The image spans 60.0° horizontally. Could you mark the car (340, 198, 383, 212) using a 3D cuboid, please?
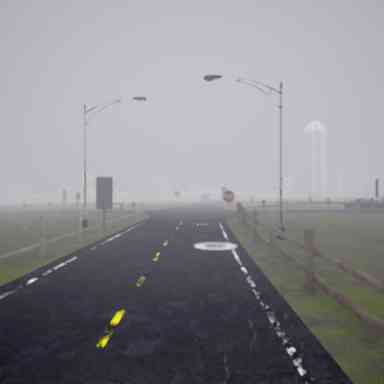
[{"bbox_3d":[16.594,1.217,31.157,4.718,1.301,1.895,-1,-1,14],"label":"car"}]

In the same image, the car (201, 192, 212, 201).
[{"bbox_3d":[3.333,1.107,76.544,2.150,2.045,5.566,0,0,9],"label":"car"}]
